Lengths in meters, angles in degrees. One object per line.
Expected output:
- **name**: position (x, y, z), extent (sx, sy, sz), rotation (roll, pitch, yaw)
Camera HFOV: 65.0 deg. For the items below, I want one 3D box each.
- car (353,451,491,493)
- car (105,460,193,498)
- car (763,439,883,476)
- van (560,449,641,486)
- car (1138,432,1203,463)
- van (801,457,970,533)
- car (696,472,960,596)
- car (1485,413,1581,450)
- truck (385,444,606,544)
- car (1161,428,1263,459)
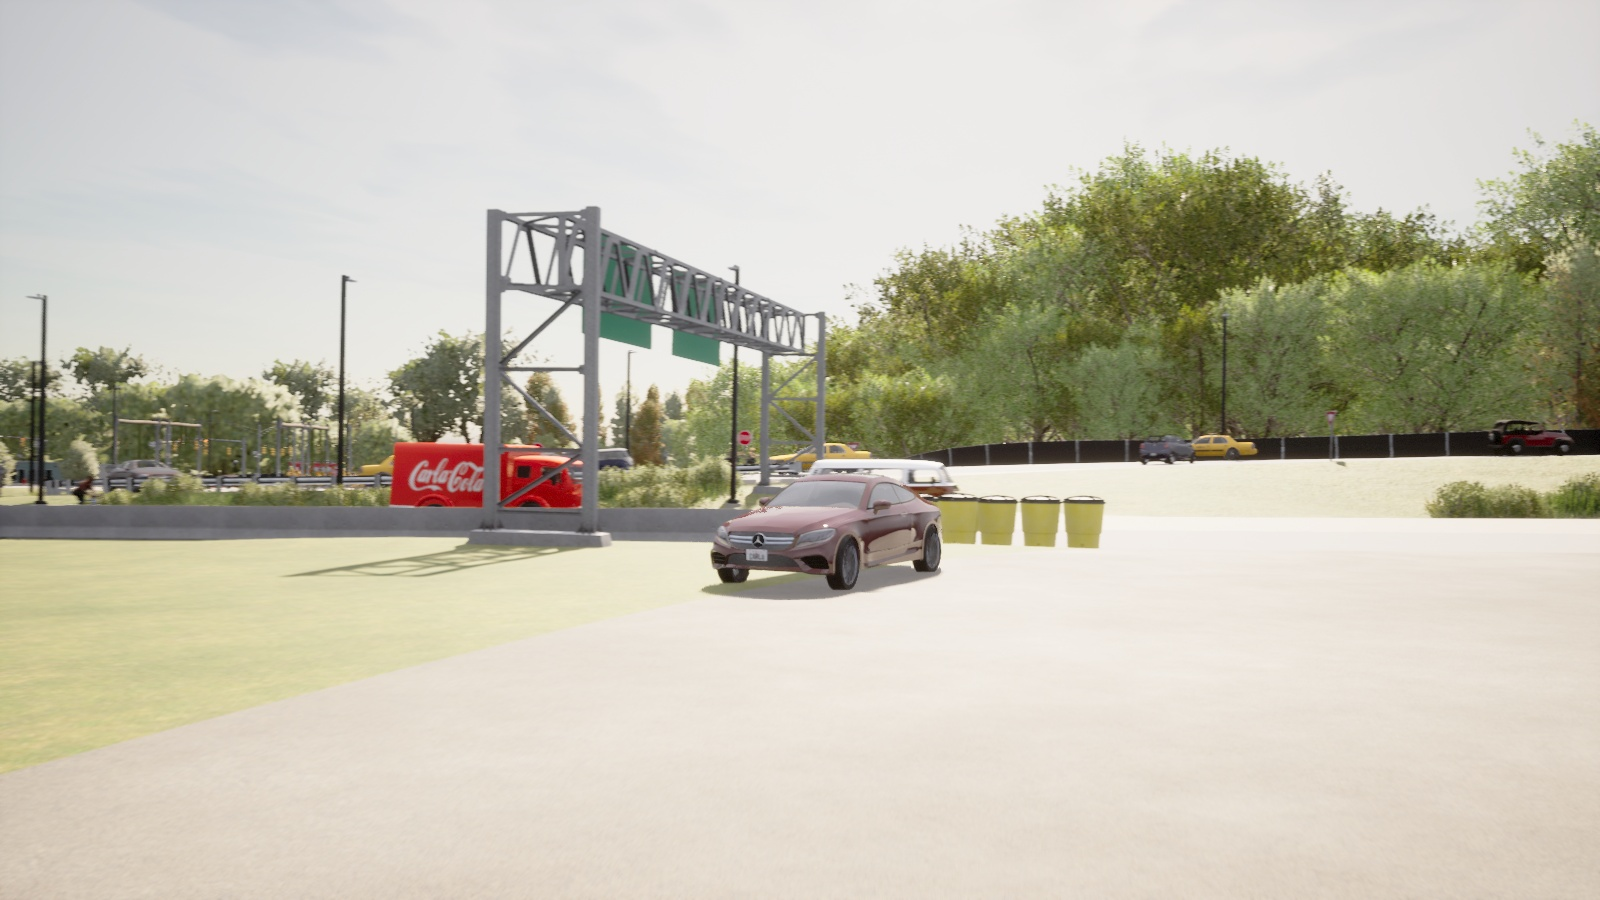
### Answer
- **car**: position (-16.074, 0.925, 53.490), extent (5.366, 1.575, 1.801), rotation (-2, -1, 8)
- **car**: position (-30.752, 1.368, 59.259), extent (5.027, 1.651, 2.152), rotation (-3, -2, 43)
- **car**: position (1.095, 0.335, 59.853), extent (5.366, 1.575, 1.801), rotation (-2, 0, -21)
- **van**: position (-12.127, 1.046, 76.569), extent (4.442, 1.987, 1.775), rotation (-4, -1, 9)
- **car**: position (19.126, -0.152, 64.785), extent (1.845, 1.501, 3.633), rotation (-2, 0, 41)
- **van**: position (2.448, 1.260, 35.586), extent (4.480, 2.038, 2.069), rotation (-1, 0, 13)
- **car**: position (0.571, 1.060, 17.628), extent (1.812, 1.442, 4.674), rotation (0, 0, 28)
- **car**: position (37.878, -0.926, 64.971), extent (3.866, 1.878, 1.905), rotation (0, 0, 6)
- **truck**: position (-8.273, 1.148, 34.417), extent (5.204, 2.467, 2.627), rotation (2, 0, 13)
- **car**: position (23.425, -0.362, 71.614), extent (5.366, 1.575, 1.801), rotation (-2, -1, 12)
